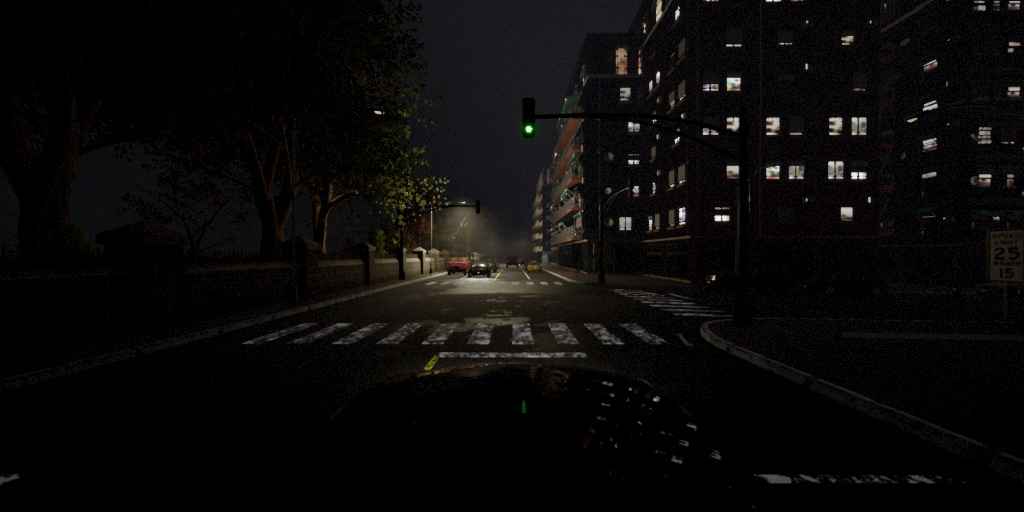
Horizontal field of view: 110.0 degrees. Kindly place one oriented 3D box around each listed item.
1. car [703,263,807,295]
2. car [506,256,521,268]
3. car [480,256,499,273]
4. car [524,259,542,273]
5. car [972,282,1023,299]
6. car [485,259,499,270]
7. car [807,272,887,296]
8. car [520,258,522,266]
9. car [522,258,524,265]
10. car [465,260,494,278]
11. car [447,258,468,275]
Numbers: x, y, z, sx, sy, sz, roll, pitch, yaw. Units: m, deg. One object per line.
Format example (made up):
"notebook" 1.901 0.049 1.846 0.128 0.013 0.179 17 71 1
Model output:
"car" 14.623 1.349 22.094 5.009 1.841 2.192 0 0 0
"car" 0.074 1.025 63.627 2.150 2.045 5.566 0 0 0
"car" -3.051 1.003 45.252 2.150 2.045 5.566 0 0 0
"car" 2.741 1.305 44.398 1.751 1.417 4.829 0 0 0
"car" 31.539 1.868 22.127 4.829 1.417 1.751 0 0 0
"car" -3.024 1.271 55.629 1.882 1.535 5.008 0 0 0
"car" 20.318 1.682 22.106 4.507 1.381 1.888 0 0 0
"car" 2.753 1.344 55.299 2.007 1.370 4.403 0 0 0
"car" 2.747 1.332 49.763 1.888 1.381 4.507 0 0 0
"car" -3.061 1.334 34.674 1.994 1.385 4.181 0 0 0
"car" -5.646 1.089 38.702 2.192 1.841 5.009 0 0 0
